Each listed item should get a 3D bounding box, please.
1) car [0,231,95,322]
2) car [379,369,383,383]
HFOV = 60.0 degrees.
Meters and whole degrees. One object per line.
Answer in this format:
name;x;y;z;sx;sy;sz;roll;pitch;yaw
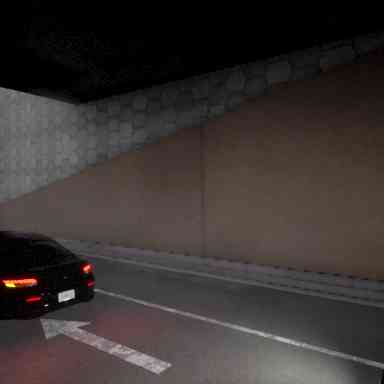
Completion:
car;-3.918;1.526;6.768;4.674;1.442;1.812;0;0;36
car;3.523;1.505;1.401;4.892;1.490;1.837;0;0;36
